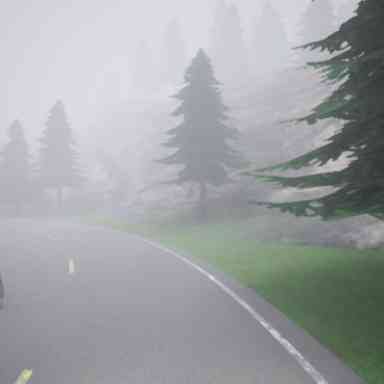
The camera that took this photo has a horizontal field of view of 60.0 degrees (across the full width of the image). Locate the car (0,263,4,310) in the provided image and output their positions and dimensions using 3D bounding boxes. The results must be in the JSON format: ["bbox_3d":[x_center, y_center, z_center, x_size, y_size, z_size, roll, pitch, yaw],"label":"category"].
[{"bbox_3d":[-4.271,1.391,4.340,2.097,1.767,4.553,-1,0,-12],"label":"car"}]
